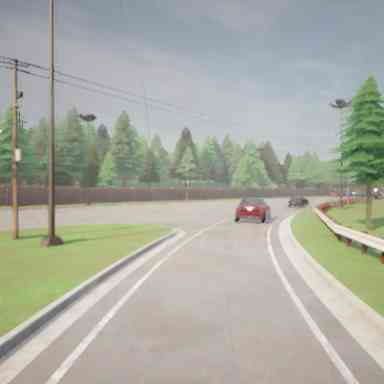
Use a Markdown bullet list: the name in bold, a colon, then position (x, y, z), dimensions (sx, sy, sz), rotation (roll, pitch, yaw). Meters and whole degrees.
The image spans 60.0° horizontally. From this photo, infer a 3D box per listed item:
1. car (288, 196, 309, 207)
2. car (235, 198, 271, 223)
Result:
- **car**: position (14.134, 1.221, 44.036), dimensions (2.128, 1.511, 4.902), rotation (0, 0, 31)
- **car**: position (4.595, 1.193, 24.585), dimensions (2.097, 1.767, 4.553), rotation (0, 0, 19)
